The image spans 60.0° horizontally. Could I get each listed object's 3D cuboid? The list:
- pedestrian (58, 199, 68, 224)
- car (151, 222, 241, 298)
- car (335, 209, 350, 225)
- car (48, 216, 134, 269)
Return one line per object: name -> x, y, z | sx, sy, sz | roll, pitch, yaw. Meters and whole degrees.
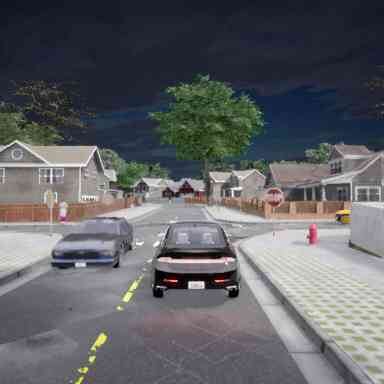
pedestrian -> -9.708, 1.454, 25.017 | 0.375, 1.860, 0.375 | 0, -1, 1
car -> 0.079, 1.506, 8.544 | 2.128, 1.511, 4.902 | 0, 0, 0
car -> 12.026, 1.402, 21.848 | 5.008, 1.535, 1.882 | -1, -2, 1
car -> -3.125, 1.569, 11.537 | 2.033, 1.411, 5.357 | 0, 0, -3
